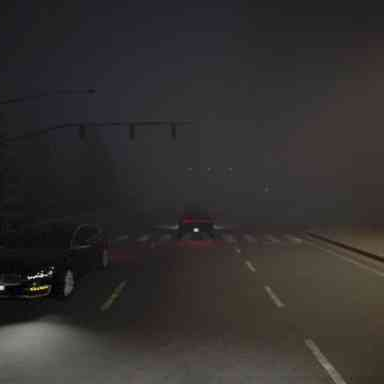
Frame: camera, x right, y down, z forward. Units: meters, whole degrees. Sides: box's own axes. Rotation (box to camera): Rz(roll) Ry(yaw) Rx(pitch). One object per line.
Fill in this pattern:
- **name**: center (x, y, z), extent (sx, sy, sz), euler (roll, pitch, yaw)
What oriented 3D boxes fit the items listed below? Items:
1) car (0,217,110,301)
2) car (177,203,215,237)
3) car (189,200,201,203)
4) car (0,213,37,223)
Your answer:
- **car**: center (-3.498, 1.539, 8.555), extent (1.837, 1.490, 4.892), euler (0, -1, 1)
- **car**: center (0.213, 1.588, 18.630), extent (1.837, 1.490, 4.892), euler (0, 0, 0)
- **car**: center (0.348, 1.713, 41.103), extent (1.812, 1.442, 4.674), euler (0, 0, 0)
- **car**: center (-6.942, 1.552, 12.128), extent (1.837, 1.490, 4.892), euler (0, -1, 1)
